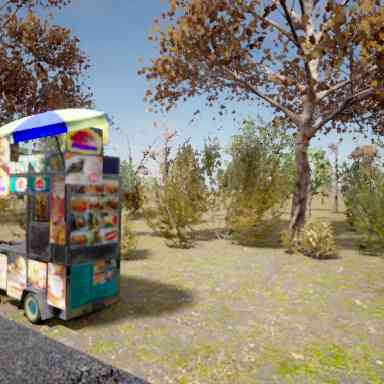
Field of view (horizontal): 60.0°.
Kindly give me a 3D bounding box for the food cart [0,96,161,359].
[{"bbox_3d":[-3.187,0.461,6.780,4.660,3.560,2.280,1,0,35],"label":"food cart"}]
